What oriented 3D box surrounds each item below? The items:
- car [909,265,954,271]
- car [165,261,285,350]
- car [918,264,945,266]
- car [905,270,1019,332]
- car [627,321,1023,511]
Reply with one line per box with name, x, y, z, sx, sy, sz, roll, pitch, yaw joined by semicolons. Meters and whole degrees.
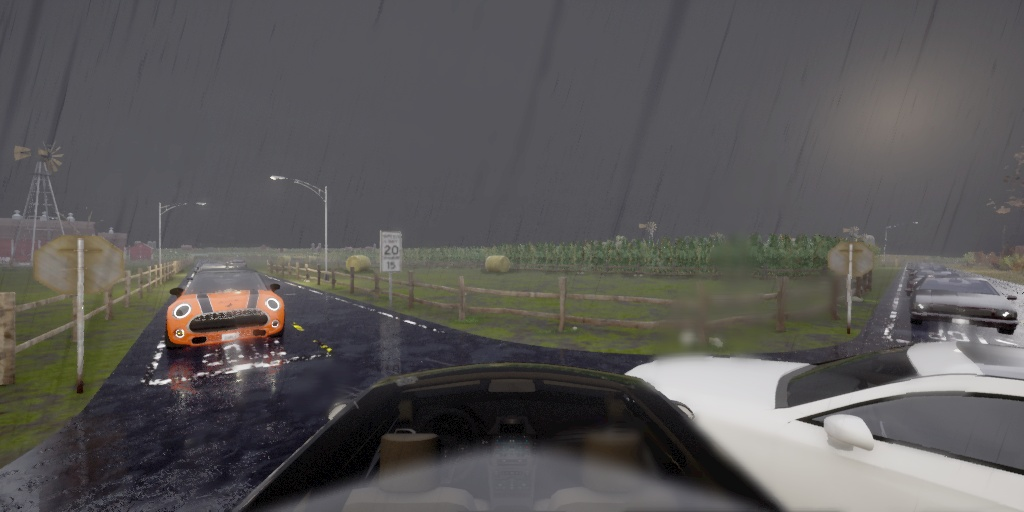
car;21.104;1.359;17.770;4.181;1.385;1.994;0;1;-42
car;-7.438;1.136;9.415;2.097;1.767;4.553;0;0;-39
car;28.765;1.302;24.653;4.902;1.511;2.128;0;1;-42
car;13.675;1.332;11.086;5.357;1.411;2.033;0;1;-42
car;2.866;1.293;2.171;1.812;1.442;4.674;0;1;-43
